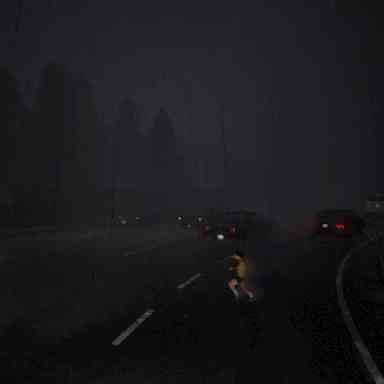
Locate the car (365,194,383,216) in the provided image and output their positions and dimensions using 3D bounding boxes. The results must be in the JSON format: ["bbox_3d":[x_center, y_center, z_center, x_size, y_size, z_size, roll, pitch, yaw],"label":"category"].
[{"bbox_3d":[16.875,1.219,29.445,2.150,2.045,5.566,0,-1,37],"label":"car"}]

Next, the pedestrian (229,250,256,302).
[{"bbox_3d":[1.022,1.674,6.803,0.500,1.100,0.500,0,0,18],"label":"pedestrian"}]

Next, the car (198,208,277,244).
[{"bbox_3d":[2.448,1.601,15.919,1.895,1.301,4.718,0,0,34],"label":"car"}]

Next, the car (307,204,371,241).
[{"bbox_3d":[7.420,1.548,16.884,2.033,1.411,5.357,0,0,36],"label":"car"}]

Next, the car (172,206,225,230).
[{"bbox_3d":[1.130,1.601,20.599,1.895,1.301,4.718,0,0,36],"label":"car"}]

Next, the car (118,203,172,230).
[{"bbox_3d":[-2.586,1.491,21.347,2.128,1.511,4.902,0,0,35],"label":"car"}]
